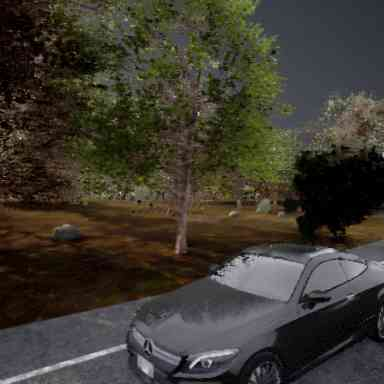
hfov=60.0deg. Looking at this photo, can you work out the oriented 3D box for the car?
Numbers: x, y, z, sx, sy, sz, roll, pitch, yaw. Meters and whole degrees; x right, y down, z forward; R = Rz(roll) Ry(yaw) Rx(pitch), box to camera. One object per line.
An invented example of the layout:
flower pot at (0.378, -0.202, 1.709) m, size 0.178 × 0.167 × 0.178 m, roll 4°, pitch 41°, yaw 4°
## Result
car at (1.340, 1.541, 4.888) m, size 4.674 × 1.442 × 1.812 m, roll 0°, pitch 0°, yaw -39°
